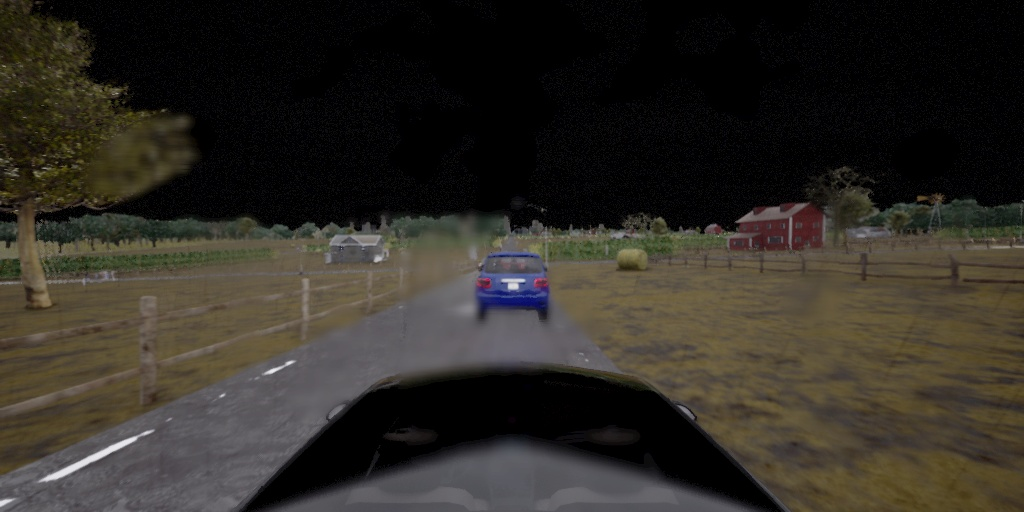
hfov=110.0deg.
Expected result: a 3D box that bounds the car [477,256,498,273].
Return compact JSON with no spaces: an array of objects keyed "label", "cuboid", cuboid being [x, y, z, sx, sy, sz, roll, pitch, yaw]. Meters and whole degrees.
[{"label":"car","cuboid":[-2.811,0.951,42.191,2.097,1.767,4.553,0,0,0]}]

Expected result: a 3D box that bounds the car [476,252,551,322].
[{"label":"car","cuboid":[0.062,0.934,12.251,2.150,2.045,5.566,0,-1,1]}]
